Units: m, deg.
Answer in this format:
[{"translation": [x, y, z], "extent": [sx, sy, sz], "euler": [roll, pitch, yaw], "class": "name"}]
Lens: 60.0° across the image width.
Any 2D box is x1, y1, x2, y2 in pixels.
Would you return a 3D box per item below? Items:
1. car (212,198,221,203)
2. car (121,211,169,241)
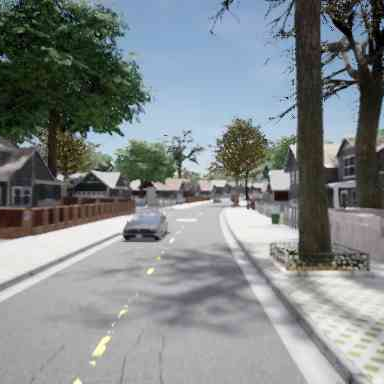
[{"translation": [6.545, 2.288, 87.169], "extent": [1.895, 1.301, 4.718], "euler": [0, 0, 12], "class": "car"}, {"translation": [-2.390, 1.764, 18.456], "extent": [2.033, 1.411, 5.357], "euler": [0, -1, 3], "class": "car"}]
